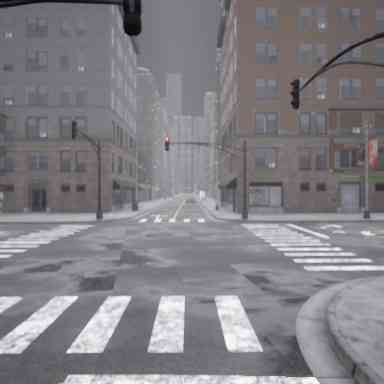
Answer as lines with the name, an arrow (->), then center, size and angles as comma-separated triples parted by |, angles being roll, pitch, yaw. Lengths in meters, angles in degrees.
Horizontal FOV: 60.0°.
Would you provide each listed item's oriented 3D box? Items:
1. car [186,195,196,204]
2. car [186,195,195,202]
car -> -0.276, 1.598, 64.031 | 1.895, 1.301, 4.718 | 0, 0, 0
car -> -0.340, 1.425, 74.036 | 1.895, 1.301, 4.718 | 0, 0, 0
